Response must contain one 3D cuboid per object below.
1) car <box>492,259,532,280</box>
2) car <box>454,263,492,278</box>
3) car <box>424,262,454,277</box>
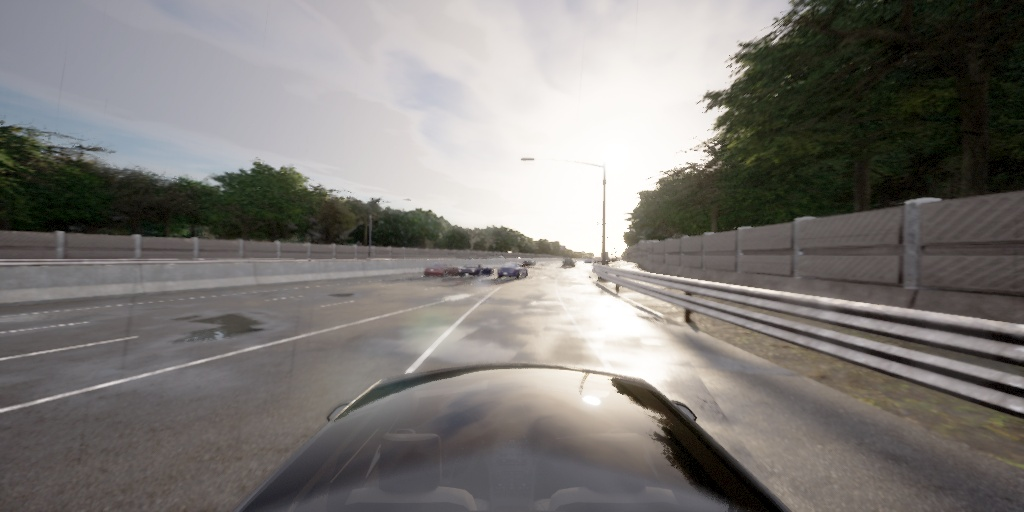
[{"bbox_3d":[0.111,1.277,31.853,1.812,1.442,4.674,1,0,17],"label":"car"},{"bbox_3d":[-3.224,1.316,32.917,1.895,1.301,4.718,1,0,17],"label":"car"},{"bbox_3d":[-6.581,1.242,33.901,1.994,1.385,4.181,1,0,17],"label":"car"}]
